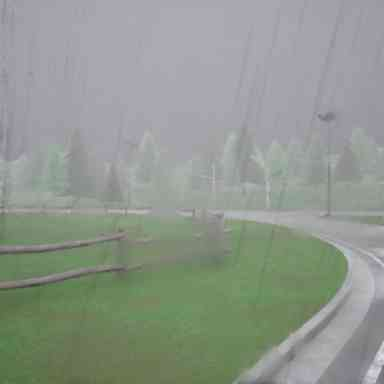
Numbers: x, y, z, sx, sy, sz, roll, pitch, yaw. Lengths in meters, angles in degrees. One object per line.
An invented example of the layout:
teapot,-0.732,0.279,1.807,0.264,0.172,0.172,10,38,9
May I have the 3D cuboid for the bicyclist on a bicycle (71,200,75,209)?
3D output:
bicyclist on a bicycle,-21.619,2.298,60.275,0.582,1.620,1.656,0,-1,3
